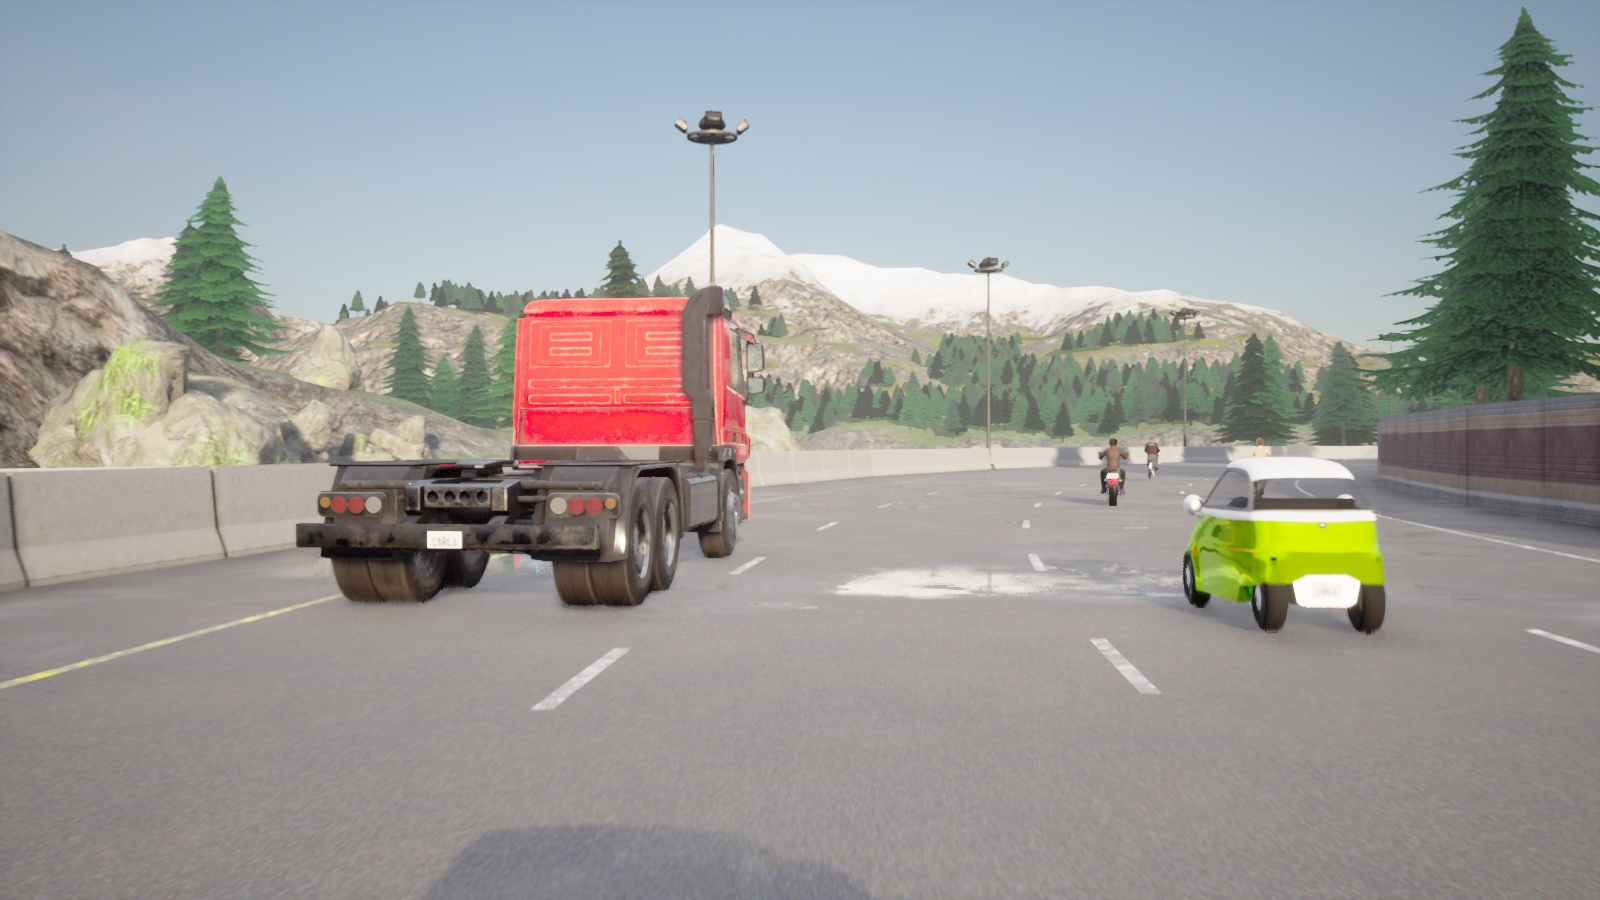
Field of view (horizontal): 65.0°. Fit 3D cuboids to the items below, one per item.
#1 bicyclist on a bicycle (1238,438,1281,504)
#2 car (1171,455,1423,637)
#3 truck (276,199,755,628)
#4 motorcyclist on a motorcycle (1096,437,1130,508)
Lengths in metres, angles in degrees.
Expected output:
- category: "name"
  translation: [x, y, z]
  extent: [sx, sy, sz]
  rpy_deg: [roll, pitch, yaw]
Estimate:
- category: "bicyclist on a bicycle"
  translation: [11.568, 0.517, 31.664]
  extent: [0.866, 1.612, 1.509]
  rpy_deg: [0, 0, 15]
- category: "car"
  translation: [4.163, 0.746, 10.816]
  extent: [1.481, 1.376, 2.207]
  rpy_deg: [0, 0, 6]
- category: "truck"
  translation: [-2.505, -0.318, 14.242]
  extent: [2.891, 3.462, 7.936]
  rpy_deg: [0, 0, 6]
- category: "motorcyclist on a motorcycle"
  translation: [7.679, 0.532, 30.806]
  extent: [0.766, 1.649, 2.350]
  rpy_deg: [1, 0, 14]
